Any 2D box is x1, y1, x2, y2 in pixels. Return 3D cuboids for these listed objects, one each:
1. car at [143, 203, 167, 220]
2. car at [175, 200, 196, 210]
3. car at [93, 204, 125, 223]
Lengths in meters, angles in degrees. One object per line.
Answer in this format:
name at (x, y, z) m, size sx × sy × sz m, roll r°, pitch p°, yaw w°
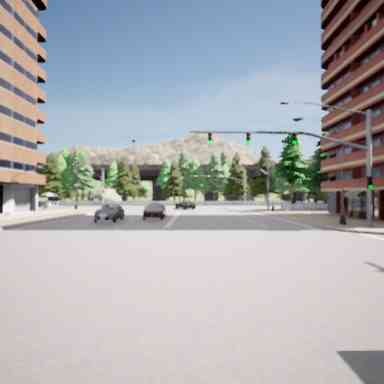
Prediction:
car at (-3.552, 1.826, 32.143) m, size 1.882 × 1.535 × 5.008 m, roll 0°, pitch -1°, yaw 0°
car at (-1.097, 2.055, 53.388) m, size 2.128 × 1.511 × 4.902 m, roll 0°, pitch -1°, yaw -27°
car at (-7.072, 1.804, 28.820) m, size 2.128 × 1.511 × 4.902 m, roll 0°, pitch -1°, yaw 0°
